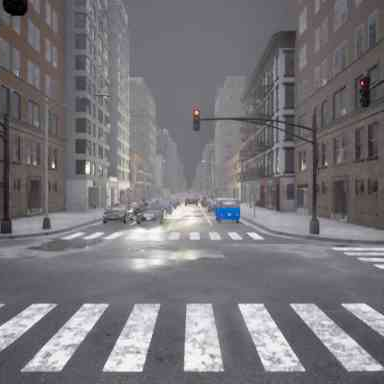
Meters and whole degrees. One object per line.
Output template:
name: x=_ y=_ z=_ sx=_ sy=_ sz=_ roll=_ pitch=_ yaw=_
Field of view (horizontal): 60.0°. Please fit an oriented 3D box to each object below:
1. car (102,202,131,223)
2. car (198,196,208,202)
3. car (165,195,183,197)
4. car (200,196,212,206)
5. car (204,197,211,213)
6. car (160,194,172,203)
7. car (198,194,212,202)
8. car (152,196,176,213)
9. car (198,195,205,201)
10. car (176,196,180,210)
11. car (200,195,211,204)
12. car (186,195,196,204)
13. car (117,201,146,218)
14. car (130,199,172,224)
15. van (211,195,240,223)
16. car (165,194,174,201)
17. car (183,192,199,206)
car: x=-5.437 y=1.546 z=24.870 sx=2.008 sy=1.369 sz=4.403 roll=0 pitch=0 yaw=0
car: x=2.490 y=1.514 z=76.025 sx=2.008 sy=1.369 sz=4.403 roll=0 pitch=0 yaw=0
car: x=-2.910 y=1.547 z=53.113 sx=1.994 sy=1.385 sz=4.181 roll=0 pitch=0 yaw=1
car: x=2.544 y=1.570 z=47.619 sx=1.802 sy=1.307 sz=4.206 roll=0 pitch=0 yaw=0
car: x=2.566 y=1.575 z=36.256 sx=1.802 sy=1.307 sz=4.206 roll=0 pitch=0 yaw=0
car: x=-5.524 y=1.283 z=70.324 sx=2.192 sy=1.841 sz=5.009 roll=0 pitch=0 yaw=0
car: x=2.534 y=1.298 z=53.301 sx=2.192 sy=1.841 sz=5.009 roll=0 pitch=0 yaw=0
car: x=-2.917 y=1.471 z=33.865 sx=1.882 sy=1.535 sz=5.008 roll=0 pitch=0 yaw=0
car: x=2.468 y=1.519 z=87.388 sx=1.947 sy=1.339 sz=4.313 roll=0 pitch=0 yaw=0
car: x=-2.931 y=1.554 z=43.091 sx=1.994 sy=1.385 sz=4.181 roll=0 pitch=0 yaw=0
car: x=2.512 y=1.413 z=64.663 sx=1.967 sy=1.590 sz=4.097 roll=0 pitch=0 yaw=0
car: x=-0.127 y=1.450 z=65.020 sx=1.882 sy=1.535 sz=5.008 roll=0 pitch=0 yaw=0
car: x=-5.448 y=1.539 z=30.551 sx=1.887 sy=1.381 sz=4.507 roll=0 pitch=0 yaw=0
car: x=-2.885 y=1.487 z=24.422 sx=2.128 sy=1.511 sz=4.902 roll=0 pitch=0 yaw=-1
van: x=2.588 y=1.337 z=24.894 sx=1.690 sy=1.788 sz=3.998 roll=0 pitch=0 yaw=0
car: x=-5.546 y=1.398 z=81.688 sx=1.967 sy=1.590 sz=4.097 roll=0 pitch=0 yaw=0
car: x=-0.108 y=1.333 z=54.988 sx=2.097 sy=1.767 sz=4.553 roll=0 pitch=0 yaw=0
